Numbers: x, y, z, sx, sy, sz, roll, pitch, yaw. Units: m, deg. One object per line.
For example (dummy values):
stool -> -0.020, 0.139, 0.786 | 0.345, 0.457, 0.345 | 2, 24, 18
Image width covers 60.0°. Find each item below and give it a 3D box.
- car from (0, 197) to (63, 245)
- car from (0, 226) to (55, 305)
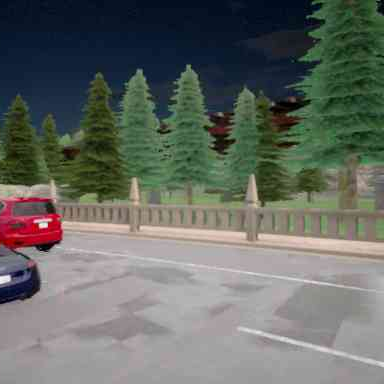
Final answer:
car -> -7.267, 1.198, 12.261 | 5.566, 2.045, 2.150 | 0, 0, 28
car -> -5.153, 1.552, 6.999 | 4.181, 1.385, 1.994 | 0, 0, 31
